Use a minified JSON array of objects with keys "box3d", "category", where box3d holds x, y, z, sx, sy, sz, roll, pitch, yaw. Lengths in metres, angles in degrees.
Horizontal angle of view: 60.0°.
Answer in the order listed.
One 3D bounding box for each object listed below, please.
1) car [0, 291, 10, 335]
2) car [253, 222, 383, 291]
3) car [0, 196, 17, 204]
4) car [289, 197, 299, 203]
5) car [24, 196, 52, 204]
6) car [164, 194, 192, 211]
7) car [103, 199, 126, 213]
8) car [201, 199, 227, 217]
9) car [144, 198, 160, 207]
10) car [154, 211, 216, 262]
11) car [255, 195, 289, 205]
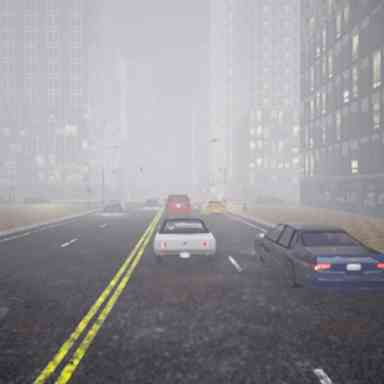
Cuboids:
[{"box3d":[-3.408,1.549,2.243,2.033,1.411,5.357,0,0,-1],"category":"car"},{"box3d":[3.088,1.522,9.057,2.033,1.411,5.357,0,0,-2],"category":"car"},{"box3d":[-31.276,1.348,54.977,4.206,1.307,1.802,0,1,-2],"category":"car"},{"box3d":[18.430,1.453,65.441,4.829,1.417,1.752,0,1,-2],"category":"car"},{"box3d":[-25.594,1.369,55.167,4.313,1.339,1.947,0,1,-2],"category":"car"},{"box3d":[-1.192,1.163,28.107,2.150,2.045,5.566,0,0,-3],"category":"car"},{"box3d":[-8.345,1.503,36.171,1.994,1.385,4.181,0,0,-3],"category":"car"},{"box3d":[1.945,1.406,30.187,1.882,1.535,5.008,0,0,-3],"category":"car"},{"box3d":[-5.654,1.479,47.574,1.994,1.385,4.181,0,0,-3],"category":"car"},{"box3d":[-0.315,1.577,12.075,1.895,1.301,4.718,0,0,-3],"category":"car"},{"box3d":[13.300,1.361,56.849,5.009,1.841,2.192,0,1,-2],"category":"car"}]
